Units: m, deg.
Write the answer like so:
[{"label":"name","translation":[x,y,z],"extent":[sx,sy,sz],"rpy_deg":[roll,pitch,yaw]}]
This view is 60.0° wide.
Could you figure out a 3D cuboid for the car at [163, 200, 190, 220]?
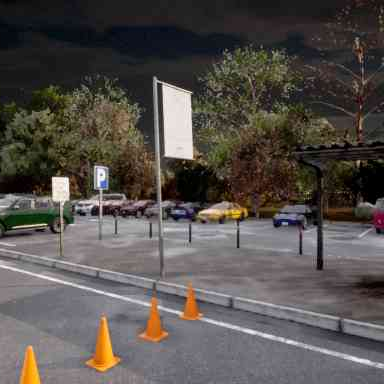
[{"label":"car","translation":[0.238,1.504,26.923],"extent":[2.163,1.488,4.792],"rpy_deg":[0,0,35]}]

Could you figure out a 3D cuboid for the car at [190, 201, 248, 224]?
[{"label":"car","translation":[2.385,1.474,25.151],"extent":[1.946,1.575,5.366],"rpy_deg":[0,0,35]}]

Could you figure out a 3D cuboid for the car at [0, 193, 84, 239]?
[{"label":"car","translation":[-8.876,1.221,17.272],"extent":[2.435,2.045,5.566],"rpy_deg":[0,0,35]}]

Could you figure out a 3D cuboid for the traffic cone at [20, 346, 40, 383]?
[{"label":"traffic cone","translation":[-1.742,1.957,3.570],"extent":[0.340,0.580,0.340],"rpy_deg":[0,0,35]}]

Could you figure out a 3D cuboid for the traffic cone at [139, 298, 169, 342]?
[{"label":"traffic cone","translation":[-0.591,1.957,5.202],"extent":[0.340,0.580,0.340],"rpy_deg":[0,0,35]}]

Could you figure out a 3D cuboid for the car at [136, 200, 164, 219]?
[{"label":"car","translation":[-2.045,1.473,28.500],"extent":[2.231,1.521,4.892],"rpy_deg":[0,0,35]}]

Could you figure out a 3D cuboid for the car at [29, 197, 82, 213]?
[{"label":"car","translation":[-15.569,1.444,38.226],"extent":[1.946,1.575,5.366],"rpy_deg":[0,0,35]}]

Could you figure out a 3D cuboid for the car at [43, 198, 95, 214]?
[{"label":"car","translation":[-13.406,1.454,36.474],"extent":[2.097,1.535,5.008],"rpy_deg":[0,0,35]}]

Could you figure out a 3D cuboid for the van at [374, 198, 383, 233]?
[{"label":"van","translation":[11.641,1.263,19.013],"extent":[1.878,1.987,4.442],"rpy_deg":[0,0,35]}]

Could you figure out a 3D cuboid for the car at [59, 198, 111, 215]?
[{"label":"car","translation":[-11.134,1.461,34.875],"extent":[2.231,1.521,4.892],"rpy_deg":[0,0,35]}]

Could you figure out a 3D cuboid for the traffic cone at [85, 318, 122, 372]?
[{"label":"traffic cone","translation":[-1.166,1.957,4.386],"extent":[0.340,0.580,0.340],"rpy_deg":[0,0,35]}]

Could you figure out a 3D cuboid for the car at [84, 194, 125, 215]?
[{"label":"car","translation":[-8.878,1.212,33.261],"extent":[2.435,2.045,5.566],"rpy_deg":[0,0,35]}]

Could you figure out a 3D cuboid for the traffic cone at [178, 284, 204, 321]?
[{"label":"traffic cone","translation":[-0.016,1.957,6.018],"extent":[0.340,0.580,0.340],"rpy_deg":[0,0,36]}]

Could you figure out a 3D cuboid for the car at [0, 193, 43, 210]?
[{"label":"car","translation":[-22.504,1.153,42.842],"extent":[2.435,2.045,5.566],"rpy_deg":[0,0,35]}]

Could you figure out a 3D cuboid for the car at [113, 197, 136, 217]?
[{"label":"car","translation":[-4.317,1.469,30.096],"extent":[2.097,1.535,5.008],"rpy_deg":[0,0,35]}]

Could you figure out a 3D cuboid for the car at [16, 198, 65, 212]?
[{"label":"car","translation":[-17.960,1.468,39.646],"extent":[2.163,1.488,4.792],"rpy_deg":[0,0,35]}]

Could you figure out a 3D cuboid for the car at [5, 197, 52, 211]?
[{"label":"car","translation":[-20.203,1.452,41.294],"extent":[2.163,1.488,4.792],"rpy_deg":[0,0,35]}]

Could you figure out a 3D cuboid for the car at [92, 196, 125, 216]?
[{"label":"car","translation":[-6.588,1.466,31.692],"extent":[2.097,1.535,5.008],"rpy_deg":[0,0,35]}]

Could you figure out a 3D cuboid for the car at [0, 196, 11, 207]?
[{"label":"car","translation":[-29.195,1.332,47.808],"extent":[1.946,1.575,5.366],"rpy_deg":[1,0,35]}]

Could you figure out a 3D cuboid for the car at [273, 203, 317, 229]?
[{"label":"car","translation":[7.017,1.513,22.086],"extent":[2.163,1.488,4.792],"rpy_deg":[0,0,35]}]
